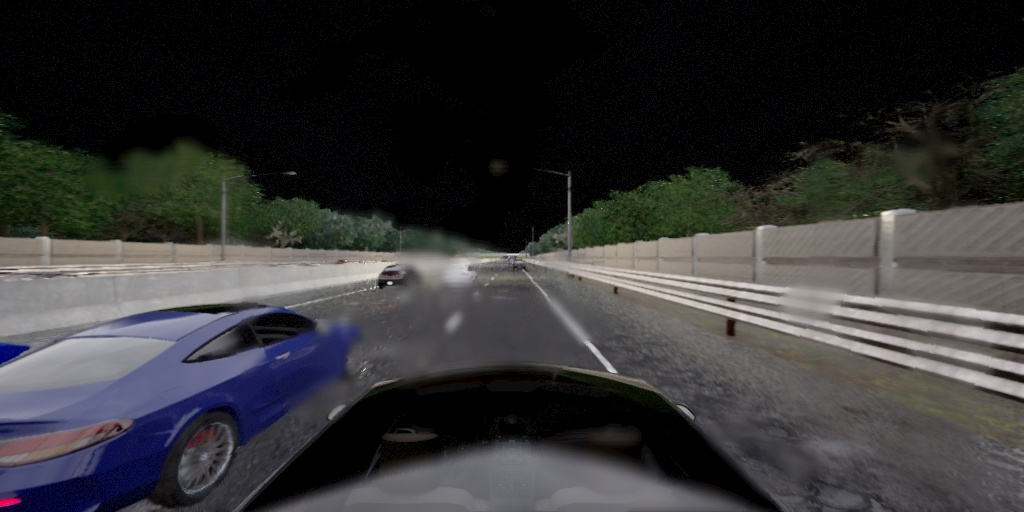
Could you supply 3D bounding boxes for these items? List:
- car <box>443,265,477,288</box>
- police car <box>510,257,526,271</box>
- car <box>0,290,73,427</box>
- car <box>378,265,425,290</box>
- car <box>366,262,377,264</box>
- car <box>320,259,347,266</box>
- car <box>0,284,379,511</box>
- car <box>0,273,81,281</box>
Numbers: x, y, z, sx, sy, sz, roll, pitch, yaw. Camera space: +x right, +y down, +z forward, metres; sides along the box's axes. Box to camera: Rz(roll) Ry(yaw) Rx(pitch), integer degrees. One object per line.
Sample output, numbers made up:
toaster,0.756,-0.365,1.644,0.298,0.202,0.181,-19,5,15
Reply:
car,-3.397,1.298,23.917,1.812,1.442,4.674,0,0,0
police car,1.051,1.310,52.095,1.930,1.638,5.238,0,0,0
car,-6.899,1.229,2.363,1.882,1.535,5.008,0,0,0
car,-6.899,1.276,22.698,1.837,1.490,4.892,0,0,0
car,-21.032,1.492,52.824,1.895,1.301,4.718,0,0,1
car,-24.541,1.225,49.508,2.097,1.767,4.553,0,0,1
car,-3.398,1.277,4.241,1.812,1.442,4.674,0,0,0
car,-17.589,1.321,13.135,1.994,1.385,4.181,0,0,0
